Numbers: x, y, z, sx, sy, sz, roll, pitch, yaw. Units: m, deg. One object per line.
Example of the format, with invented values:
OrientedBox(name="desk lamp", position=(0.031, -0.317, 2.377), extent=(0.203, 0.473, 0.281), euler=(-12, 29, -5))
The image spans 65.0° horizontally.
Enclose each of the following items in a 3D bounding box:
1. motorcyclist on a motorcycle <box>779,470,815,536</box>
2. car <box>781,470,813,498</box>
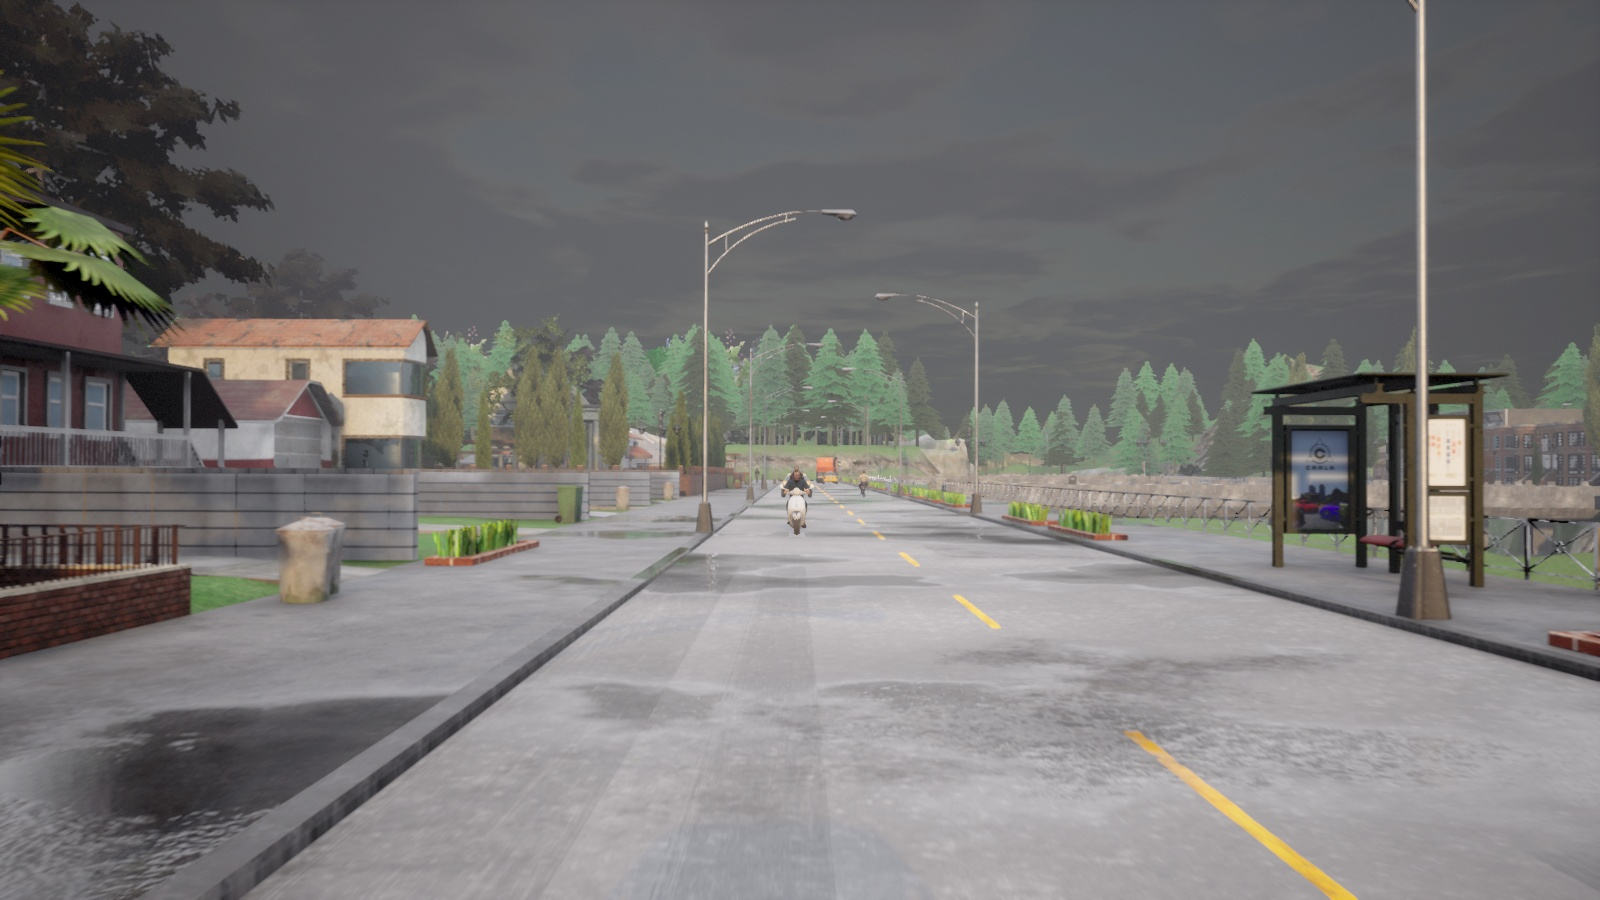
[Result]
OrientedBox(name="motorcyclist on a motorcycle", position=(-0.073, 1.290, 31.133), extent=(0.866, 1.590, 1.817), euler=(0, -1, 0))
OrientedBox(name="car", position=(-0.177, 2.010, 74.998), extent=(1.801, 1.575, 5.366), euler=(0, -1, 0))
